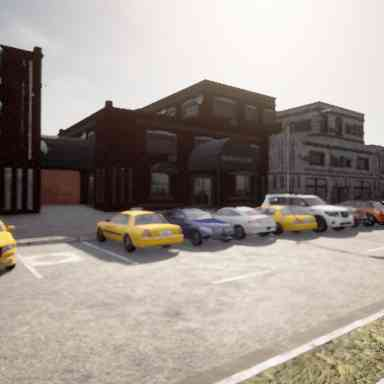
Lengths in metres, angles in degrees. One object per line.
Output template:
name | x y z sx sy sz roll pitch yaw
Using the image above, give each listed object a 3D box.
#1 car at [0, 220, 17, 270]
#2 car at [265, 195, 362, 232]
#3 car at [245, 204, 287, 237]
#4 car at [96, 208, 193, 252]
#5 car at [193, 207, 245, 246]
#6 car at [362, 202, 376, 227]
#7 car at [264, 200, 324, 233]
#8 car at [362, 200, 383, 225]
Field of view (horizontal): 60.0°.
car | -6.836 1.470 10.462 2.097 1.535 5.008 -1 0 -35
car | 6.666 1.185 20.013 2.435 2.045 5.566 0 0 -35
car | 2.123 1.460 16.818 2.002 1.452 4.674 0 0 -35
car | -2.411 1.430 13.827 1.946 1.575 5.366 0 0 -35
car | -0.046 1.463 15.283 2.002 1.452 4.674 0 0 -35
car | 8.911 1.495 21.641 2.002 1.452 4.674 1 0 -35
car | 4.275 1.422 18.578 1.946 1.575 5.366 0 0 -35
car | 11.194 1.355 23.226 2.185 1.767 4.553 1 0 -35
